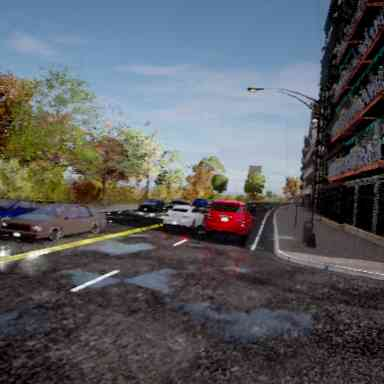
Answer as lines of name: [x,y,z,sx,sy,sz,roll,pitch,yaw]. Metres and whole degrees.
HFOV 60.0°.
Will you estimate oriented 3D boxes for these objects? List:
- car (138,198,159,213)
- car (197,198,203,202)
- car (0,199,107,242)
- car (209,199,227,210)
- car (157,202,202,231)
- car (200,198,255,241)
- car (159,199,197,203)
car: [-3.944,1.399,35.466,2.033,1.411,5.357,4,0,14]
car: [1.514,1.780,56.491,1.882,1.535,5.008,4,0,15]
car: [-5.721,1.222,14.724,2.033,1.411,5.357,4,0,14]
car: [4.381,1.989,54.686,1.882,1.535,5.008,4,0,15]
car: [-0.441,1.612,21.656,1.812,1.442,4.674,4,0,14]
car: [2.272,1.505,19.025,2.150,2.045,5.566,4,0,14]
car: [-1.317,1.548,32.510,1.837,1.490,4.892,4,0,14]
